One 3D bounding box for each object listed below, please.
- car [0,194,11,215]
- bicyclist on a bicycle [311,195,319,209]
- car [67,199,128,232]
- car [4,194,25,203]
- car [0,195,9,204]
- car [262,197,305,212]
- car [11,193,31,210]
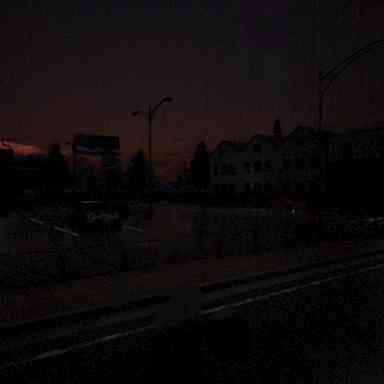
[{"bbox_3d":[-17.921,1.113,29.845,1.932,1.855,4.605,0,0,-36],"label":"car"},{"bbox_3d":[13.660,1.124,36.837,1.656,1.620,0.582,0,0,-35],"label":"bicyclist on a bicycle"},{"bbox_3d":[-5.315,1.248,17.892,1.970,1.475,3.806,0,0,-36],"label":"car"},{"bbox_3d":[-38.979,1.328,73.232,3.866,1.878,1.905,0,0,-36],"label":"car"},{"bbox_3d":[-39.205,1.495,66.104,4.611,1.667,2.242,0,0,-36],"label":"car"},{"bbox_3d":[9.743,1.301,35.757,1.882,1.535,5.008,0,0,-35],"label":"car"},{"bbox_3d":[-19.835,1.092,38.155,1.905,1.878,3.866,0,0,-36],"label":"car"}]
